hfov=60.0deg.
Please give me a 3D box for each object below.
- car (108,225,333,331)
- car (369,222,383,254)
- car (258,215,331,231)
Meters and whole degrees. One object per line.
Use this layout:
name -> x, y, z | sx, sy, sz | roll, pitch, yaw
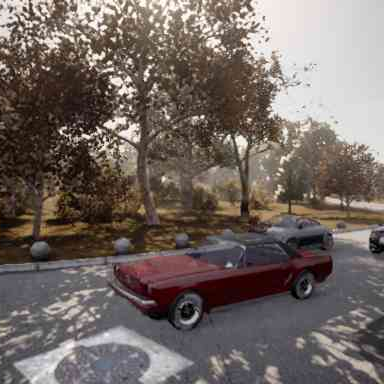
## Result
car -> 0.746, 1.607, 6.964 | 4.718, 1.301, 1.895 | 0, 0, -33
car -> 8.527, 1.583, 12.742 | 4.902, 1.511, 2.128 | 1, 0, -40
car -> 3.679, 1.610, 12.834 | 4.181, 1.385, 1.994 | 1, 0, -41
